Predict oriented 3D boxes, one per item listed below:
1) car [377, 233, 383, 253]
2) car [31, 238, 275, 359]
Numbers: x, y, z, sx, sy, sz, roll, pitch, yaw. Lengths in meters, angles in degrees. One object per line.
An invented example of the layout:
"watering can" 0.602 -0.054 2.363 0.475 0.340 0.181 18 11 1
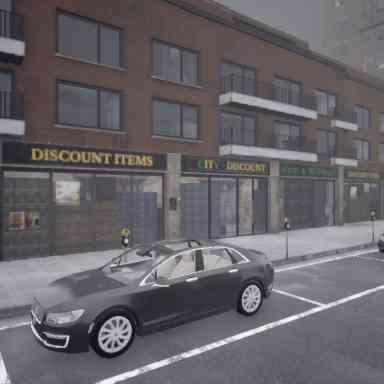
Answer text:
"car" 8.559 1.582 12.315 4.206 1.307 1.802 0 0 -36
"car" -0.418 1.551 5.893 4.403 1.369 2.008 0 0 -36
